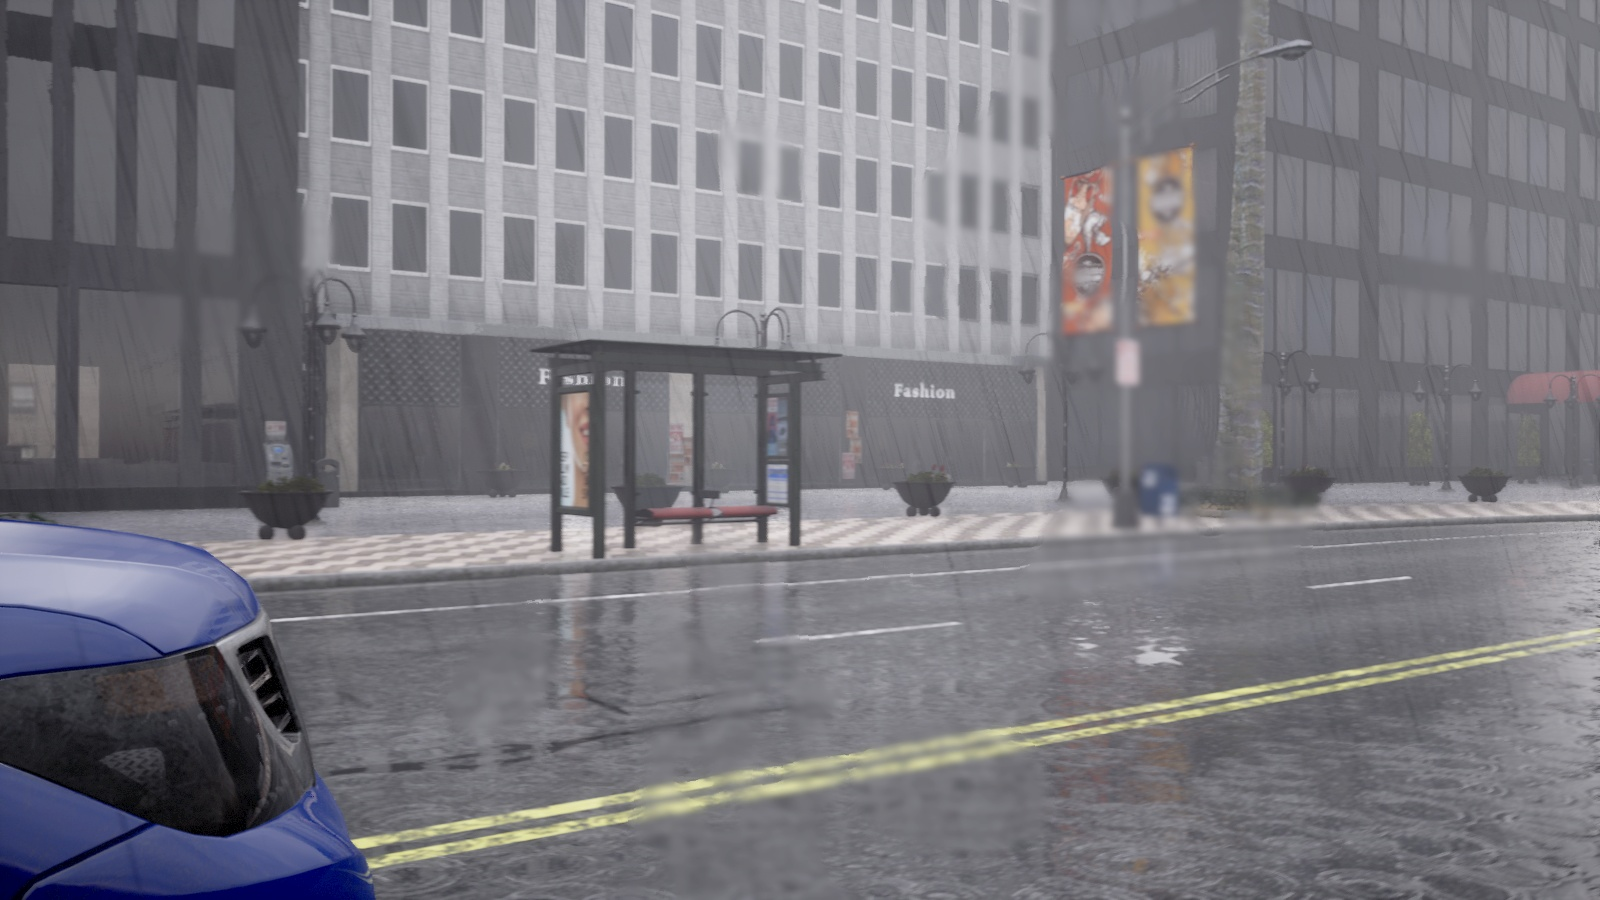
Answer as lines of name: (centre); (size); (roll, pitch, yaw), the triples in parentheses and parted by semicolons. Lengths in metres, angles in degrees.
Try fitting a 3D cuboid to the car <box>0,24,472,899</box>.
car: (-3.418, 0.474, 1.281); (5.566, 2.045, 2.150); (0, 0, -35)
